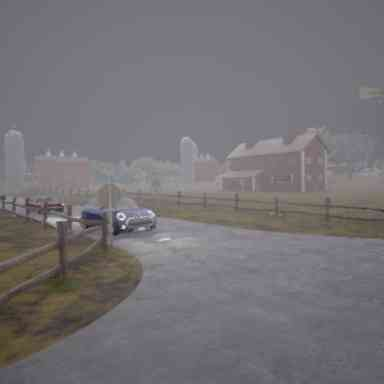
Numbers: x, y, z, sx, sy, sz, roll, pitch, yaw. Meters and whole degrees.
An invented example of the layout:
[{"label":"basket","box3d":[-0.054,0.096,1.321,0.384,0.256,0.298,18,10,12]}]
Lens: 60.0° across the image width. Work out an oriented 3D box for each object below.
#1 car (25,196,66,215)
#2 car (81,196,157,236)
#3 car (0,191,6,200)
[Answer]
[{"label":"car","box3d":[-11.395,0.970,25.736,1.895,1.301,4.718,-3,3,-39]},{"label":"car","box3d":[-3.677,0.985,16.295,2.097,1.767,4.553,-3,3,-41]},{"label":"car","box3d":[-26.005,0.445,43.900,2.033,1.411,5.357,-3,3,-39]}]
